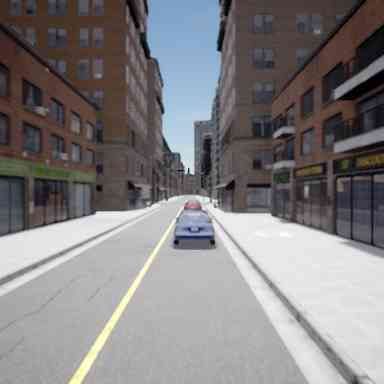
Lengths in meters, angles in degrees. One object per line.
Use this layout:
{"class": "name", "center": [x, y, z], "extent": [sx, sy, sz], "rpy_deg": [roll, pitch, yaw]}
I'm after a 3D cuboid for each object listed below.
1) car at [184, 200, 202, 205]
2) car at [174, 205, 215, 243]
{"class": "car", "center": [0.097, 1.574, 36.570], "extent": [1.994, 1.385, 4.181], "rpy_deg": [0, 0, 0]}
{"class": "car", "center": [0.099, 1.550, 15.907], "extent": [2.033, 1.411, 5.357], "rpy_deg": [0, 0, 0]}
